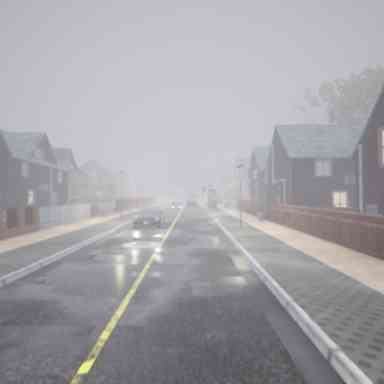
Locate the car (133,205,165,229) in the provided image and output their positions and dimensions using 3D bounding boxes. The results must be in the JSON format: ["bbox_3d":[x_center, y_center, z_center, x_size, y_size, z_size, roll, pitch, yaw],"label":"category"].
[{"bbox_3d":[-2.864,1.670,22.978,1.812,1.442,4.674,0,0,0],"label":"car"}]

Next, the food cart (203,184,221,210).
[{"bbox_3d":[2.919,0.812,49.004,2.280,3.560,4.660,-2,-2,0],"label":"food cart"}]

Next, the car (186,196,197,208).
[{"bbox_3d":[-0.040,1.891,57.314,1.882,1.535,5.008,0,0,0],"label":"car"}]

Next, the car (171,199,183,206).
[{"bbox_3d":[-2.819,1.991,63.705,1.812,1.442,4.674,0,0,0],"label":"car"}]
